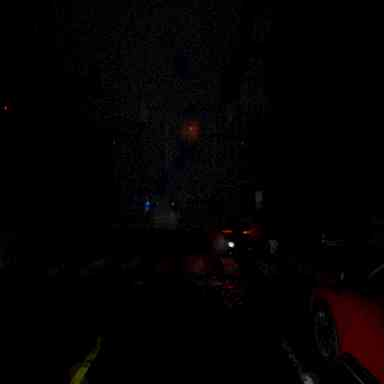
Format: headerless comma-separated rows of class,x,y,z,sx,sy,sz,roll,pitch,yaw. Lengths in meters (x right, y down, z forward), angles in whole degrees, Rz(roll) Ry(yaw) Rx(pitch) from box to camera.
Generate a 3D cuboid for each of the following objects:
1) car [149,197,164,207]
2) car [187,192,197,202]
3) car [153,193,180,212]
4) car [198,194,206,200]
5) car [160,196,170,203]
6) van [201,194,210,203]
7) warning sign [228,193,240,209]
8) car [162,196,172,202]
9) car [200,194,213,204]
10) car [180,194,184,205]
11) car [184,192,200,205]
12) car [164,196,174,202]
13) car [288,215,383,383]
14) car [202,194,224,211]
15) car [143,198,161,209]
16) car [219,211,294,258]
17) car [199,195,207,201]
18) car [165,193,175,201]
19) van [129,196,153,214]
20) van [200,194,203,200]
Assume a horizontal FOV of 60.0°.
car,-5.407,1.534,50.891,1.887,1.381,4.507,0,0,0
car,-0.004,1.041,69.913,2.150,2.045,5.566,0,0,0
car,-2.848,1.344,37.927,2.097,1.767,4.553,0,0,0
car,2.655,1.417,88.736,1.967,1.590,4.097,0,0,0
car,-5.403,1.509,66.941,1.752,1.417,4.829,0,0,0
van,2.676,1.325,67.112,1.690,1.788,3.998,0,0,0
warning sign,4.941,1.107,39.624,1.300,1.860,1.060,0,0,0
car,-5.402,1.533,72.516,2.008,1.369,4.403,0,0,0
car,2.681,1.301,61.706,2.192,1.841,5.009,0,0,0
car,-2.817,1.494,55.021,1.837,1.490,4.892,0,0,0
car,0.049,1.339,59.986,2.097,1.767,4.553,0,0,0
car,-5.401,1.546,77.922,1.947,1.339,4.313,0,0,0
car,2.636,1.315,2.709,2.192,1.841,5.009,0,0,0
car,2.702,1.307,40.080,2.192,1.841,5.009,0,0,0
car,-5.408,1.556,45.485,1.947,1.339,4.313,0,0,0
car,3.146,1.492,12.897,4.892,1.490,1.837,-1,-2,-42
car,2.660,1.504,83.500,1.752,1.417,4.829,0,0,0
car,-5.400,1.294,83.329,2.192,1.841,5.009,0,0,0
van,-5.410,1.334,34.672,1.690,1.788,3.998,0,0,0
van,2.686,1.328,56.299,1.690,1.788,3.998,0,0,0
